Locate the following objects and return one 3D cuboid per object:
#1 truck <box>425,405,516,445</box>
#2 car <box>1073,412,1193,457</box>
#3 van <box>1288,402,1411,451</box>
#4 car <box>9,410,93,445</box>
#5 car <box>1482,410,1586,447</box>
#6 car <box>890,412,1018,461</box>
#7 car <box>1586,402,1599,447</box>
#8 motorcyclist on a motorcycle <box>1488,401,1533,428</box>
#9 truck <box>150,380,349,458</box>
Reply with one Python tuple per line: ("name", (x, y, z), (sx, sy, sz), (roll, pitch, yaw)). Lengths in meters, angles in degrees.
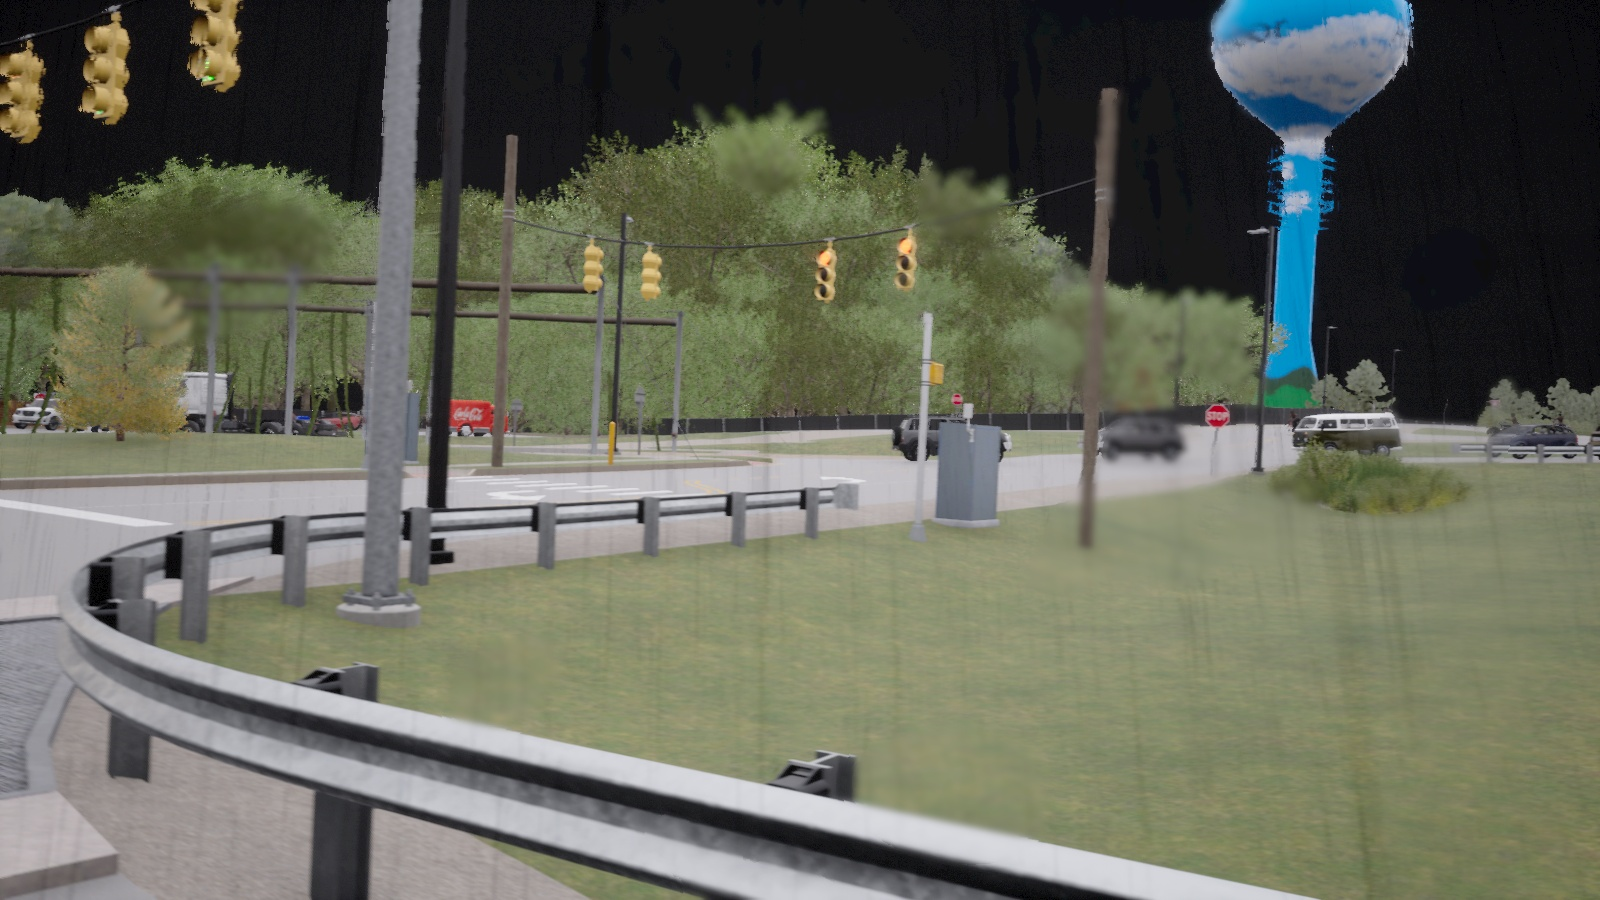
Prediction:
("truck", (-21.663, -1.628, 82.643), (2.627, 2.467, 5.204), (3, 2, 38))
("car", (14.291, -0.699, 53.917), (4.605, 1.855, 1.932), (-1, 3, -18))
("van", (24.137, -1.025, 55.253), (4.480, 2.038, 2.069), (-1, 1, -4))
("car", (-47.602, -1.407, 79.957), (2.150, 2.045, 5.566), (2, 0, -2))
("car", (32.816, -0.966, 56.170), (3.705, 1.549, 1.789), (-1, 1, -10))
("car", (5.934, -0.545, 48.656), (4.605, 1.855, 1.932), (0, 1, -5))
("car", (35.727, -1.106, 52.656), (4.605, 1.855, 1.932), (-1, 1, -10))
("motorcyclist on a motorcycle", (44.364, -2.252, 78.438), (2.350, 1.649, 0.766), (2, 3, 35))
("truck", (-25.070, -1.391, 57.412), (7.936, 3.462, 2.891), (0, 0, 6))
